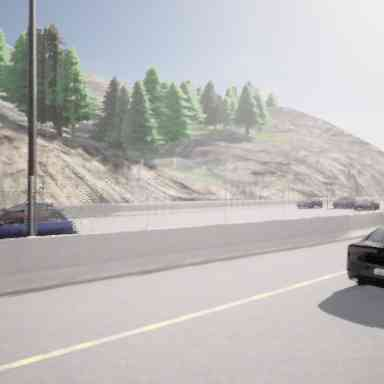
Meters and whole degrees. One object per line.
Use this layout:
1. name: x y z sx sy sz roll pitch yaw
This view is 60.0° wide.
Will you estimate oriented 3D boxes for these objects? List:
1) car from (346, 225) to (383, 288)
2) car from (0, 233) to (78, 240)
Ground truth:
1. car: 5.791 1.482 8.338 5.008 1.535 1.882 0 0 -39
2. car: -6.663 1.381 12.248 4.553 1.767 2.097 0 0 -37
